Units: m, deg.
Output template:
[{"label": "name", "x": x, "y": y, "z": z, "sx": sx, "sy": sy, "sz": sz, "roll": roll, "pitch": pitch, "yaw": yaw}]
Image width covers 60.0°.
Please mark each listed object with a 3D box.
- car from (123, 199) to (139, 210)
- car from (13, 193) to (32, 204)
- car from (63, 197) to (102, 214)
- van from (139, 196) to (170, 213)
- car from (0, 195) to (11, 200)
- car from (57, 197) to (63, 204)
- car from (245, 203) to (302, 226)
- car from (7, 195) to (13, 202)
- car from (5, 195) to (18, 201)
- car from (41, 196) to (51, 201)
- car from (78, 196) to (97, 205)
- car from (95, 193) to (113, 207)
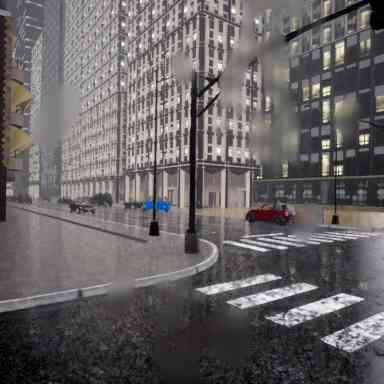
[{"label": "car", "x": -7.343, "y": 1.584, "z": 42.347, "sx": 2.008, "sy": 1.369, "sz": 4.403, "roll": 1, "pitch": -1, "yaw": -35}, {"label": "car", "x": -30.523, "y": 1.155, "z": 60.524, "sx": 2.192, "sy": 1.841, "sz": 5.009, "roll": 1, "pitch": -1, "yaw": -35}, {"label": "car", "x": -10.904, "y": 1.427, "z": 32.890, "sx": 2.008, "sy": 1.369, "sz": 4.403, "roll": 1, "pitch": -1, "yaw": -35}, {"label": "van", "x": -4.068, "y": 1.382, "z": 37.743, "sx": 1.690, "sy": 1.788, "sz": 3.998, "roll": 1, "pitch": -1, "yaw": -35}, {"label": "car", "x": -46.784, "y": 1.366, "z": 83.413, "sx": 1.752, "sy": 1.417, "sz": 4.829, "roll": 1, "pitch": -1, "yaw": -35}, {"label": "car", "x": -22.599, "y": 1.522, "z": 59.346, "sx": 1.994, "sy": 1.385, "sz": 4.181, "roll": 1, "pitch": -1, "yaw": -35}, {"label": "car", "x": 5.742, "y": 1.505, "z": 23.926, "sx": 1.967, "sy": 1.590, "sz": 4.097, "roll": 1, "pitch": -1, "yaw": -35}, {"label": "car", "x": -37.069, "y": 1.397, "z": 69.733, "sx": 1.947, "sy": 1.339, "sz": 4.313, "roll": 1, "pitch": -1, "yaw": -35}, {"label": "car", "x": -40.338, "y": 1.378, "z": 74.338, "sx": 2.008, "sy": 1.369, "sz": 4.403, "roll": 1, "pitch": -1, "yaw": -35}, {"label": "car", "x": -36.779, "y": 1.571, "z": 83.794, "sx": 1.802, "sy": 1.307, "sz": 4.206, "roll": 1, "pitch": -1, "yaw": -35}, {"label": "car", "x": -18.499, "y": 1.526, "z": 58.843, "sx": 1.837, "sy": 1.490, "sz": 4.892, "roll": 1, "pitch": -1, "yaw": -35}, {"label": "car", "x": -14.490, "y": 1.255, "z": 53.140, "sx": 2.150, "sy": 2.045, "sz": 5.566, "roll": 1, "pitch": -1, "yaw": -35}]
